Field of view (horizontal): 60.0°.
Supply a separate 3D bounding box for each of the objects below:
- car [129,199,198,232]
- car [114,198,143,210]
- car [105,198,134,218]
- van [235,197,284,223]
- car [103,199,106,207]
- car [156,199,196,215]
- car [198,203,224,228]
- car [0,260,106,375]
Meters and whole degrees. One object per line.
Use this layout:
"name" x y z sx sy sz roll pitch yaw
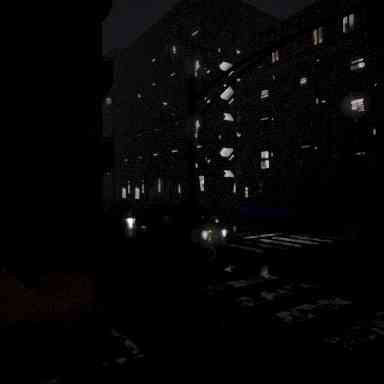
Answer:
"car" -1.818 1.440 20.033 1.967 1.590 4.097 0 0 -36
"car" -8.293 1.462 43.277 1.887 1.381 4.507 -1 0 -36
"car" -5.816 1.530 29.974 1.994 1.385 4.181 -1 0 -36
"van" 4.982 1.280 24.930 1.690 1.788 3.998 0 0 -36
"car" -14.256 1.428 47.008 2.128 1.511 4.902 -1 0 -36
"car" -1.755 1.449 34.242 1.752 1.417 4.829 0 0 -36
"car" 0.050 1.472 21.866 2.128 1.511 4.902 -1 0 -36
"car" -3.549 1.525 4.036 4.829 1.417 1.752 0 0 -35
